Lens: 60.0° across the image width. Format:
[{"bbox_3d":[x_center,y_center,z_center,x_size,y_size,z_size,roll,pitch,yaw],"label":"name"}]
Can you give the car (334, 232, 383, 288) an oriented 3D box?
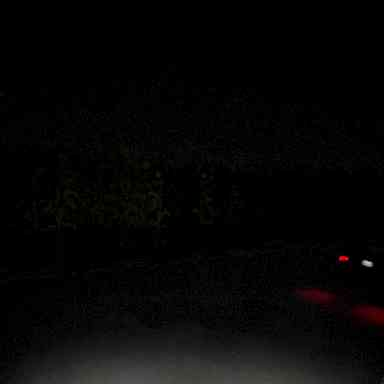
[{"bbox_3d":[6.086,1.701,8.802,5.357,1.411,2.033,1,0,-32],"label":"car"}]
